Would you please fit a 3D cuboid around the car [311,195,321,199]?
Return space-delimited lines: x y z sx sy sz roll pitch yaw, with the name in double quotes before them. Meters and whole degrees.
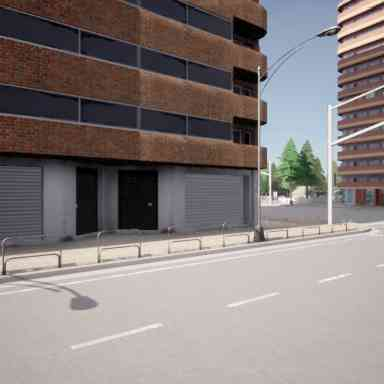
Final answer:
"car" 30.061 1.469 78.872 4.674 1.442 1.812 0 0 -34
